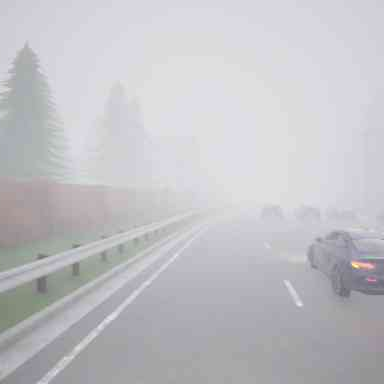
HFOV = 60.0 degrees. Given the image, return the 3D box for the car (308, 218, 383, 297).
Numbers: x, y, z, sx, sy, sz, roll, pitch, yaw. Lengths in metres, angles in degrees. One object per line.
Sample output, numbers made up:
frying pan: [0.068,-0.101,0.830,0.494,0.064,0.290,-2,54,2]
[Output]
car: [4.374,1.687,8.740,1.812,1.442,4.674,2,0,8]

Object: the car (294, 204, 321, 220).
car: [11.317,1.965,32.829,1.837,1.490,4.892,2,-1,8]

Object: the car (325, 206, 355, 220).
car: [14.958,2.091,33.599,1.812,1.442,4.674,2,0,8]

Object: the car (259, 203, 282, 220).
car: [7.810,1.869,33.021,1.837,1.490,4.892,2,-1,8]

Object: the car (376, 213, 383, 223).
car: [17.783,2.168,28.597,2.033,1.411,5.357,2,0,8]
